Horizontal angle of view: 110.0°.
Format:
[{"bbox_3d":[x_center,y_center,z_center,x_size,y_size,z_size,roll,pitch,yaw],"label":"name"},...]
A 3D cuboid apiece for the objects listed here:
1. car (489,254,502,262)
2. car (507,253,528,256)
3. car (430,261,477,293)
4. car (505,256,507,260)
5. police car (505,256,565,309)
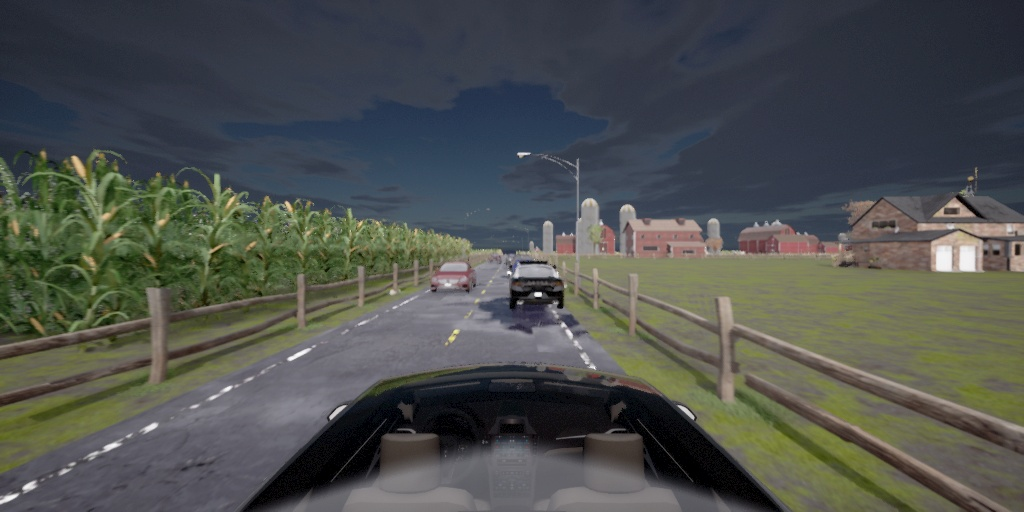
[{"bbox_3d":[-2.773,0.348,61.098,1.994,1.385,4.181,0,1,1],"label":"car"},{"bbox_3d":[0.831,0.624,29.786,2.097,1.767,4.553,0,1,0],"label":"car"},{"bbox_3d":[-2.844,0.994,18.266,1.812,1.442,4.674,0,1,0],"label":"car"},{"bbox_3d":[0.033,0.426,50.948,2.128,1.511,4.902,0,1,0],"label":"car"},{"bbox_3d":[0.828,0.967,13.929,1.930,1.638,5.238,0,1,0],"label":"police car"}]
